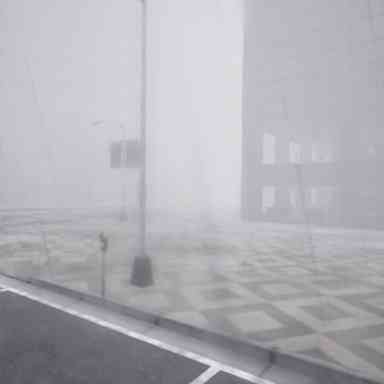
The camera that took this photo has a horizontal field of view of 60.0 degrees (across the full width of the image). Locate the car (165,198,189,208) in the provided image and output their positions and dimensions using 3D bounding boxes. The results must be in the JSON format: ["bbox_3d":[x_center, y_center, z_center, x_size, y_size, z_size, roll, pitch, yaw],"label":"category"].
[{"bbox_3d":[-2.434,1.730,54.854,1.882,1.535,5.008,1,-1,36],"label":"car"}]
